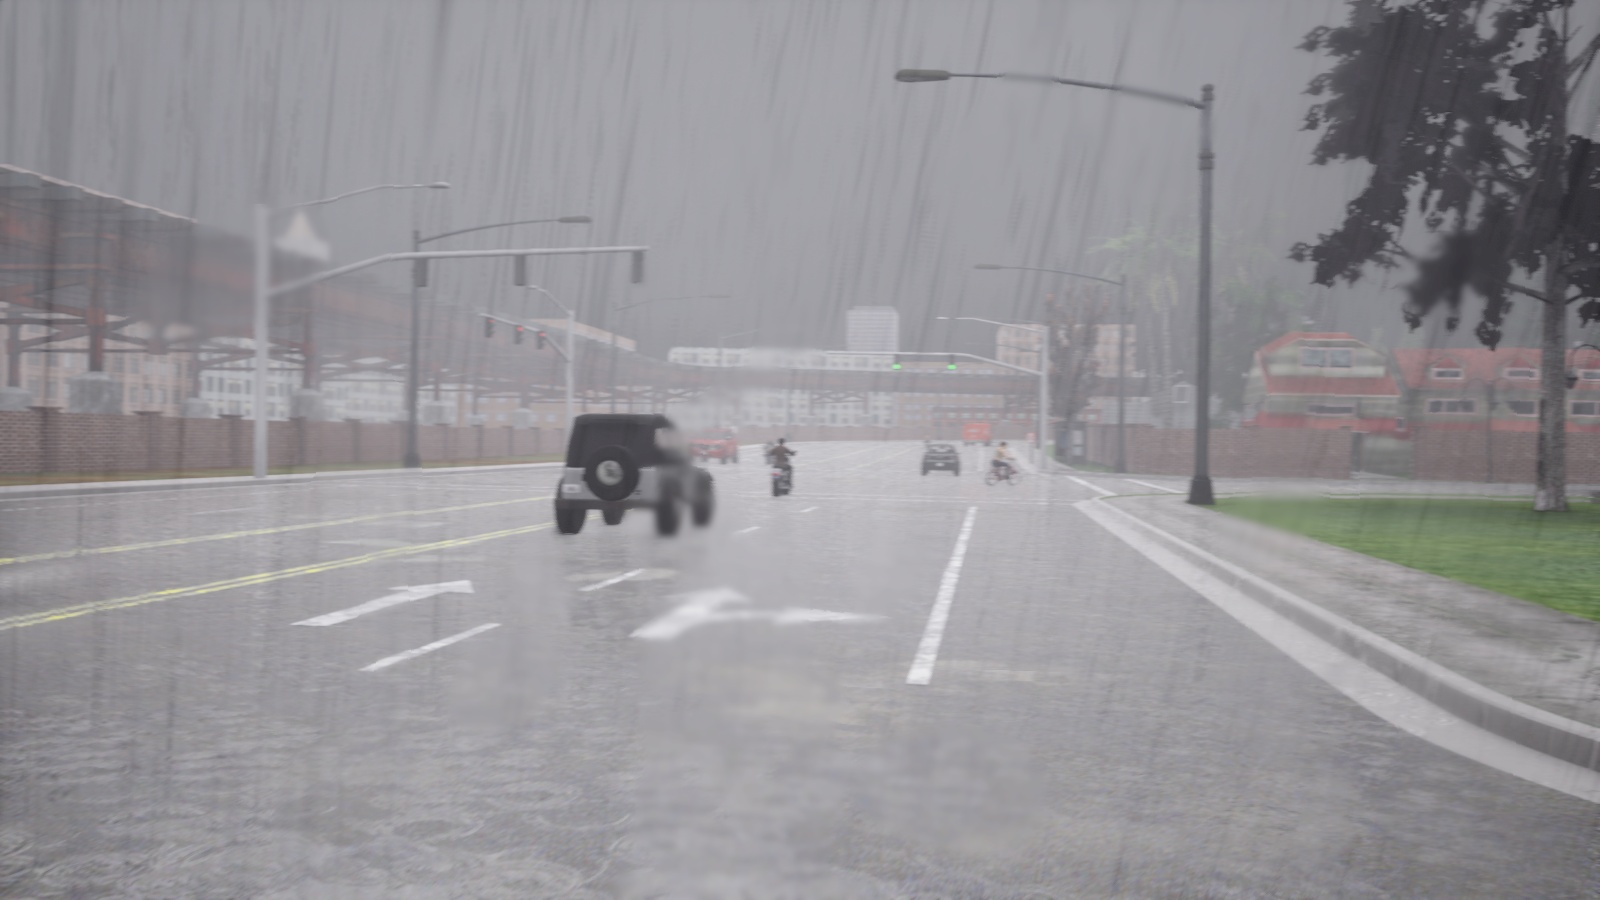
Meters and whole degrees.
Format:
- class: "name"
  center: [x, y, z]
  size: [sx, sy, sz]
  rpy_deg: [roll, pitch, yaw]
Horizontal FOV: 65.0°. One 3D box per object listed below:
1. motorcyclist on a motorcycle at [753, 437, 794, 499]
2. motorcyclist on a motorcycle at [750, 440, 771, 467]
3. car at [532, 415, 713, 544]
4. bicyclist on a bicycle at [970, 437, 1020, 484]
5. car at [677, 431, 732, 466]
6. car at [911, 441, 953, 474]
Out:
- class: "motorcyclist on a motorcycle"
  center: [-0.722, 0.473, 34.777]
  size: [0.766, 1.649, 2.350]
  rpy_deg: [0, 0, 8]
- class: "motorcyclist on a motorcycle"
  center: [-2.316, 0.197, 73.856]
  size: [0.866, 1.530, 2.191]
  rpy_deg: [0, 1, 8]
- class: "car"
  center: [-2.742, 0.414, 20.347]
  size: [1.905, 1.878, 3.866]
  rpy_deg: [0, 0, 8]
- class: "bicyclist on a bicycle"
  center: [7.034, 0.359, 45.237]
  size: [1.509, 1.612, 0.866]
  rpy_deg: [0, 4, -27]
- class: "car"
  center: [-5.653, -0.126, 75.265]
  size: [2.150, 2.045, 5.566]
  rpy_deg: [0, 1, 8]
- class: "car"
  center: [6.240, 0.332, 59.246]
  size: [1.816, 1.474, 4.193]
  rpy_deg: [0, 0, 8]
